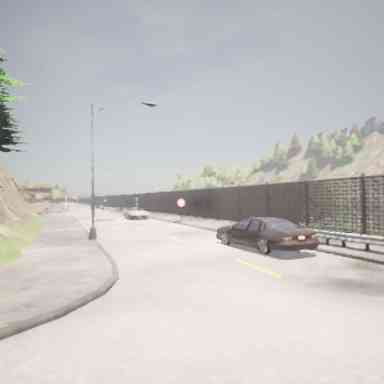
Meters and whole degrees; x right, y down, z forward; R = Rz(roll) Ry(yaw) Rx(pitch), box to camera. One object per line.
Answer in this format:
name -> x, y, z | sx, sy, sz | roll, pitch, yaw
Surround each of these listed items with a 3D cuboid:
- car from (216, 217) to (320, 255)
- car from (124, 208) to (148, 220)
car -> 3.035, 1.795, 14.607 | 2.033, 1.411, 5.357 | 0, -1, -24
car -> -6.497, 2.428, 37.910 | 1.895, 1.301, 4.718 | 0, -1, -22
